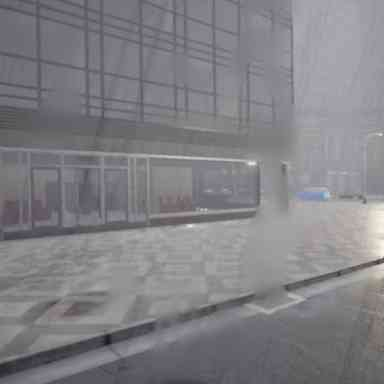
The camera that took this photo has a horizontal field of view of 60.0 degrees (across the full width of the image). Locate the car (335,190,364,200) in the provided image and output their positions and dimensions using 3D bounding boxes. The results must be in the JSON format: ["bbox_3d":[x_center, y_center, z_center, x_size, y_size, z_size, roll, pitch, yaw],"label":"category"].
[{"bbox_3d":[22.934,0.436,48.234,1.947,1.339,4.313,0,1,-35],"label":"car"}]

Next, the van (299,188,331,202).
[{"bbox_3d":[15.969,0.373,43.315,1.690,1.788,3.998,-1,1,-35],"label":"van"}]

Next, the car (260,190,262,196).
[{"bbox_3d":[13.225,0.193,62.011,2.008,1.369,4.403,0,1,-35],"label":"car"}]

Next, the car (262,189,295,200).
[{"bbox_3d":[12.734,0.512,47.909,2.008,1.369,4.403,0,1,-35],"label":"car"}]

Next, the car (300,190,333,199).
[{"bbox_3d":[19.699,0.344,52.825,1.887,1.381,4.507,0,1,-35],"label":"car"}]
